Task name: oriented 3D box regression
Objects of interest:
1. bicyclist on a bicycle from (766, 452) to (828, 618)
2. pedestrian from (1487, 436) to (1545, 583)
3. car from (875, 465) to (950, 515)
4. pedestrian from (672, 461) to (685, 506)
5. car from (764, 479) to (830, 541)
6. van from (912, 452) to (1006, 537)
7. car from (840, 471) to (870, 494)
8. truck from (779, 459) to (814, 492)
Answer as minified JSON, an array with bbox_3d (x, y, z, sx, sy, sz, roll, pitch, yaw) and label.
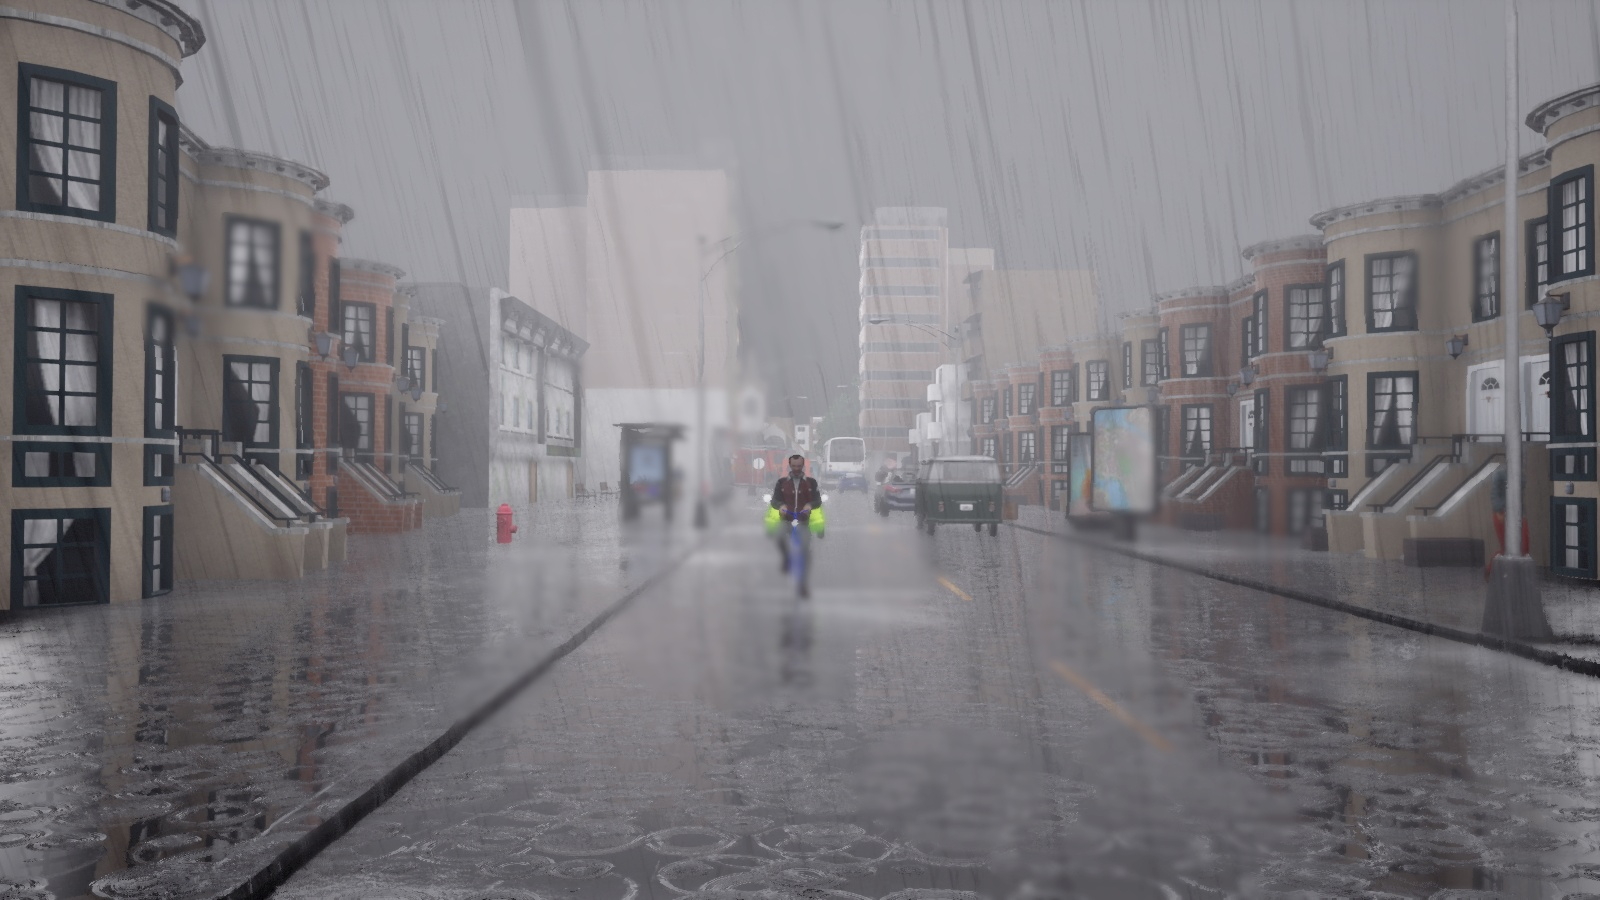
[{"bbox_3d":[-0.034,0.926,14.359,0.659,1.776,1.843,0,-1,0],"label":"bicyclist on a bicycle"},{"bbox_3d":[9.202,0.758,16.152,0.353,1.847,0.614,0,-1,-4],"label":"pedestrian"},{"bbox_3d":[3.899,1.386,44.342,2.242,1.667,4.611,0,-1,0],"label":"car"},{"bbox_3d":[-5.364,1.474,55.443,0.423,1.949,0.788,0,-1,3],"label":"pedestrian"},{"bbox_3d":[-0.066,1.358,29.130,1.481,1.376,2.207,0,-1,0],"label":"car"},{"bbox_3d":[3.927,1.083,31.710,1.775,1.987,4.442,0,-1,0],"label":"van"},{"bbox_3d":[3.758,2.228,86.590,1.882,1.535,5.008,0,-1,0],"label":"car"},{"bbox_3d":[-0.273,1.942,96.293,2.627,2.467,5.204,0,-1,0],"label":"truck"}]
